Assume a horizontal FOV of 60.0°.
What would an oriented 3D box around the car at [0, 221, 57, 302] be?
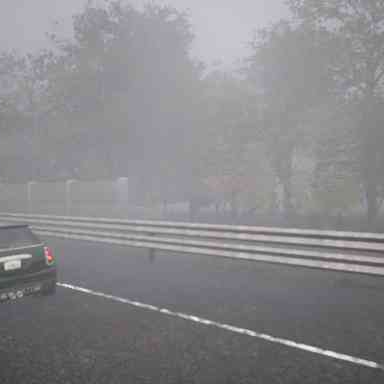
[{"bbox_3d":[-5.128,1.421,7.529,4.553,1.767,2.097,-1,0,35],"label":"car"}]
